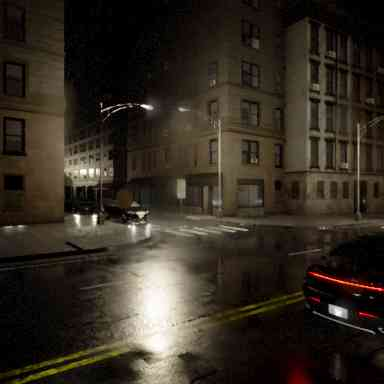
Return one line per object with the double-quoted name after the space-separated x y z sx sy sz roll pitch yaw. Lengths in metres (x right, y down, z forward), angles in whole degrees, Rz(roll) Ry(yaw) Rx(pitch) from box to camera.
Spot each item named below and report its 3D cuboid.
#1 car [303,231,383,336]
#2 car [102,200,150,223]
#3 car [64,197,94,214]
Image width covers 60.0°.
4.139 1.505 6.273 4.892 1.490 1.837 0 0 -35 "car"
-4.852 1.330 24.034 2.128 1.511 4.902 0 1 -37 "car"
-11.092 1.218 32.294 1.882 1.535 5.008 0 1 -37 "car"
